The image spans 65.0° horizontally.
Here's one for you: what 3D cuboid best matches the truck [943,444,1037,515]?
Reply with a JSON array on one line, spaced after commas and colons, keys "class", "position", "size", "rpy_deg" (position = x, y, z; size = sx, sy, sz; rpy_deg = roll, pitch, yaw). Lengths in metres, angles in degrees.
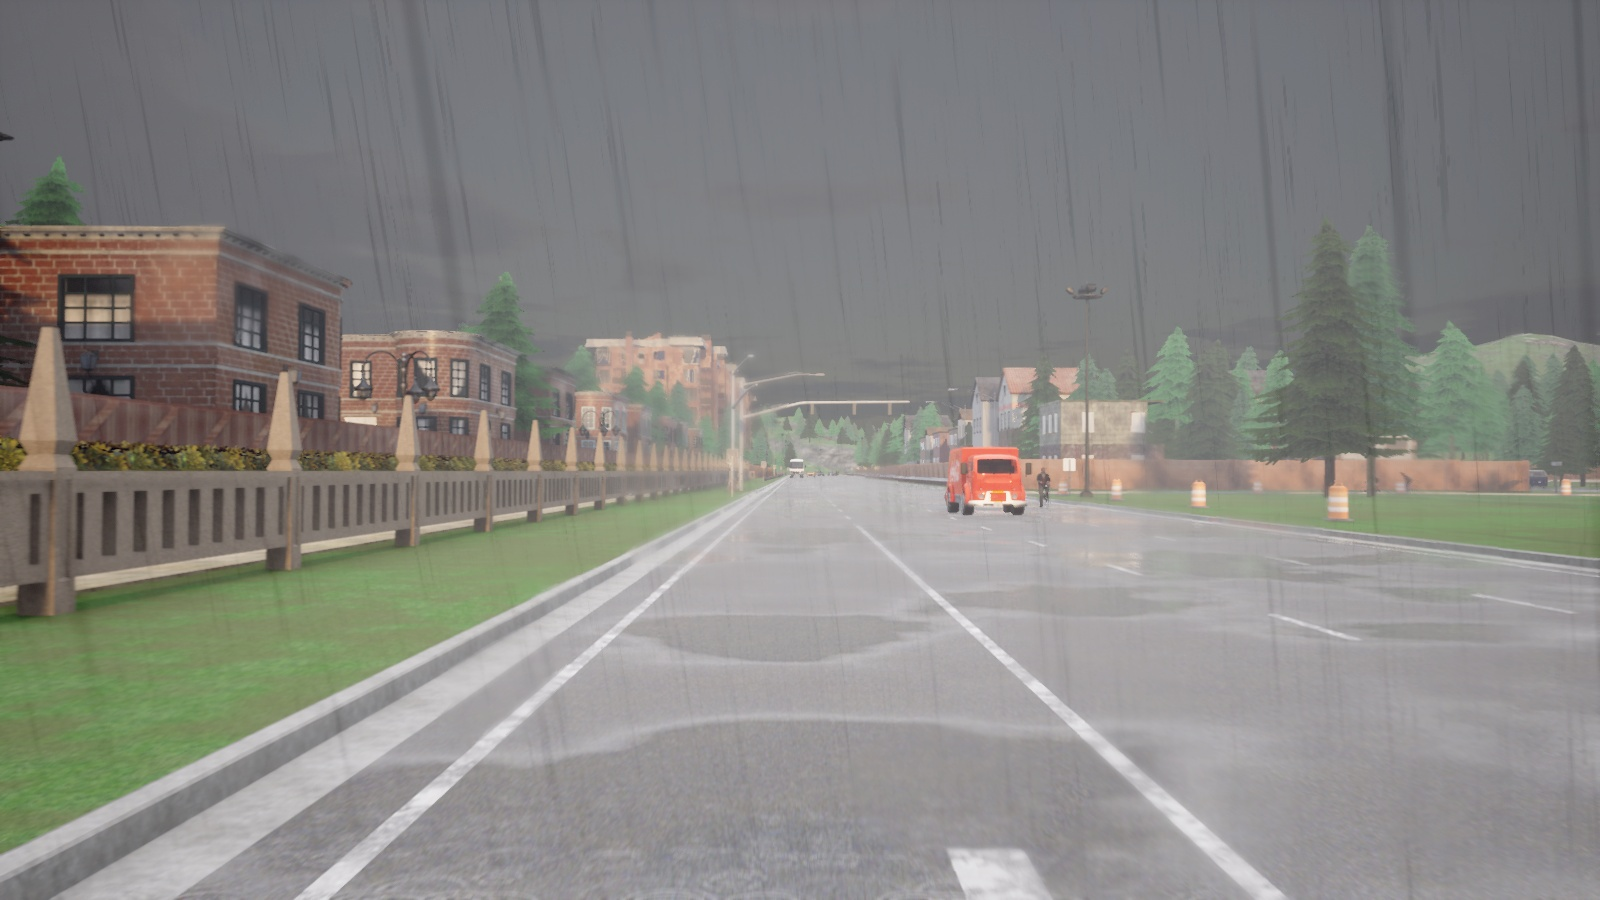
[{"class": "truck", "position": [6.883, 1.074, 46.227], "size": [2.627, 2.467, 5.204], "rpy_deg": [0, -1, 0]}]
